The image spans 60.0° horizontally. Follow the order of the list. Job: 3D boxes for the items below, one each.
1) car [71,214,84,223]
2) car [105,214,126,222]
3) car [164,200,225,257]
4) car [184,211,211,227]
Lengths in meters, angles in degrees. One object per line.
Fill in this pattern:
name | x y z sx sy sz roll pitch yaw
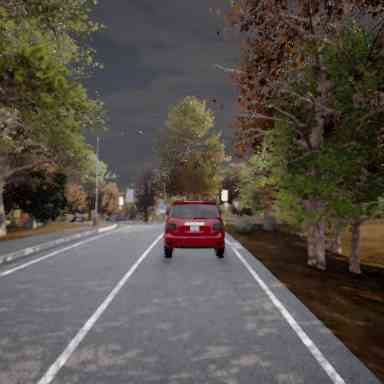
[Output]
car | -18.512 4.353 53.939 2.128 1.511 4.902 1 -5 -18
car | -16.133 5.527 70.073 2.097 1.767 4.553 -4 -5 36
car | 0.080 1.343 13.601 2.150 2.045 5.566 0 -1 0
car | 0.607 2.520 31.364 2.033 1.411 5.357 0 -4 6
